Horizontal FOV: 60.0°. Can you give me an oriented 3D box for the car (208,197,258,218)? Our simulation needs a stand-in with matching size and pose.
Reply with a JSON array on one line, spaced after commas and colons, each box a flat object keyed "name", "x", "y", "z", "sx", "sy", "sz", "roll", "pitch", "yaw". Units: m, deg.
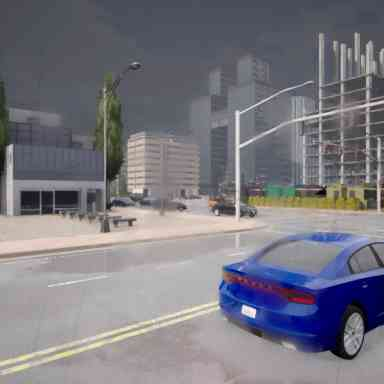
[{"name": "car", "x": 3.860, "y": 1.505, "z": 30.423, "sx": 1.837, "sy": 1.490, "sz": 4.892, "roll": 0, "pitch": 0, "yaw": -36}]

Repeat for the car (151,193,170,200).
[{"name": "car", "x": -8.433, "y": 1.153, "z": 89.468, "sx": 4.605, "sy": 1.855, "sz": 1.932, "roll": 0, "pitch": 0, "yaw": -38}]

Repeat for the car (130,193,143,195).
[{"name": "car", "x": -12.114, "y": 1.225, "z": 70.328, "sx": 2.150, "sy": 2.045, "sz": 5.566, "roll": 0, "pitch": 0, "yaw": -36}]

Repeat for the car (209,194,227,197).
[{"name": "car", "x": 3.876, "y": 1.352, "z": 36.343, "sx": 2.097, "sy": 1.767, "sz": 4.553, "roll": 0, "pitch": 0, "yaw": -36}]

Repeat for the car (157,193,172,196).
[{"name": "car", "x": -6.246, "y": 1.352, "z": 62.435, "sx": 2.097, "sy": 1.767, "sz": 4.553, "roll": 0, "pitch": 0, "yaw": -36}]

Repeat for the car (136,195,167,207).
[{"name": "car", "x": -6.194, "y": 1.526, "z": 50.172, "sx": 1.812, "sy": 1.442, "sz": 4.674, "roll": 0, "pitch": 0, "yaw": -36}]

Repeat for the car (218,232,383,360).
[{"name": "car", "x": 2.715, "y": 1.478, "z": 6.075, "sx": 5.008, "sy": 1.535, "sz": 1.882, "roll": 0, "pitch": 0, "yaw": -38}]

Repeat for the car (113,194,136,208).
[{"name": "car", "x": -10.143, "y": 1.499, "z": 49.641, "sx": 1.837, "sy": 1.490, "sz": 4.892, "roll": 0, "pitch": 2, "yaw": -36}]

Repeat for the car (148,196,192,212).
[{"name": "car", "x": -2.709, "y": 1.548, "z": 39.426, "sx": 2.033, "sy": 1.411, "sz": 5.357, "roll": 0, "pitch": 0, "yaw": -36}]
